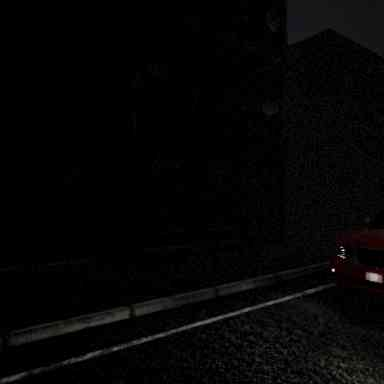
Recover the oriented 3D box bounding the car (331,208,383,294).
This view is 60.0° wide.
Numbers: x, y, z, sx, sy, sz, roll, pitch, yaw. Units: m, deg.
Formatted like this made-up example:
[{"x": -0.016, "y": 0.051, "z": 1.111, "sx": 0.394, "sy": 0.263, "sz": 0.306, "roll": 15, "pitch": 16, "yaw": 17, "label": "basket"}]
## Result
[{"x": 5.566, "y": 1.200, "z": 7.711, "sx": 5.566, "sy": 2.045, "sz": 2.150, "roll": 0, "pitch": 0, "yaw": -36, "label": "car"}]
